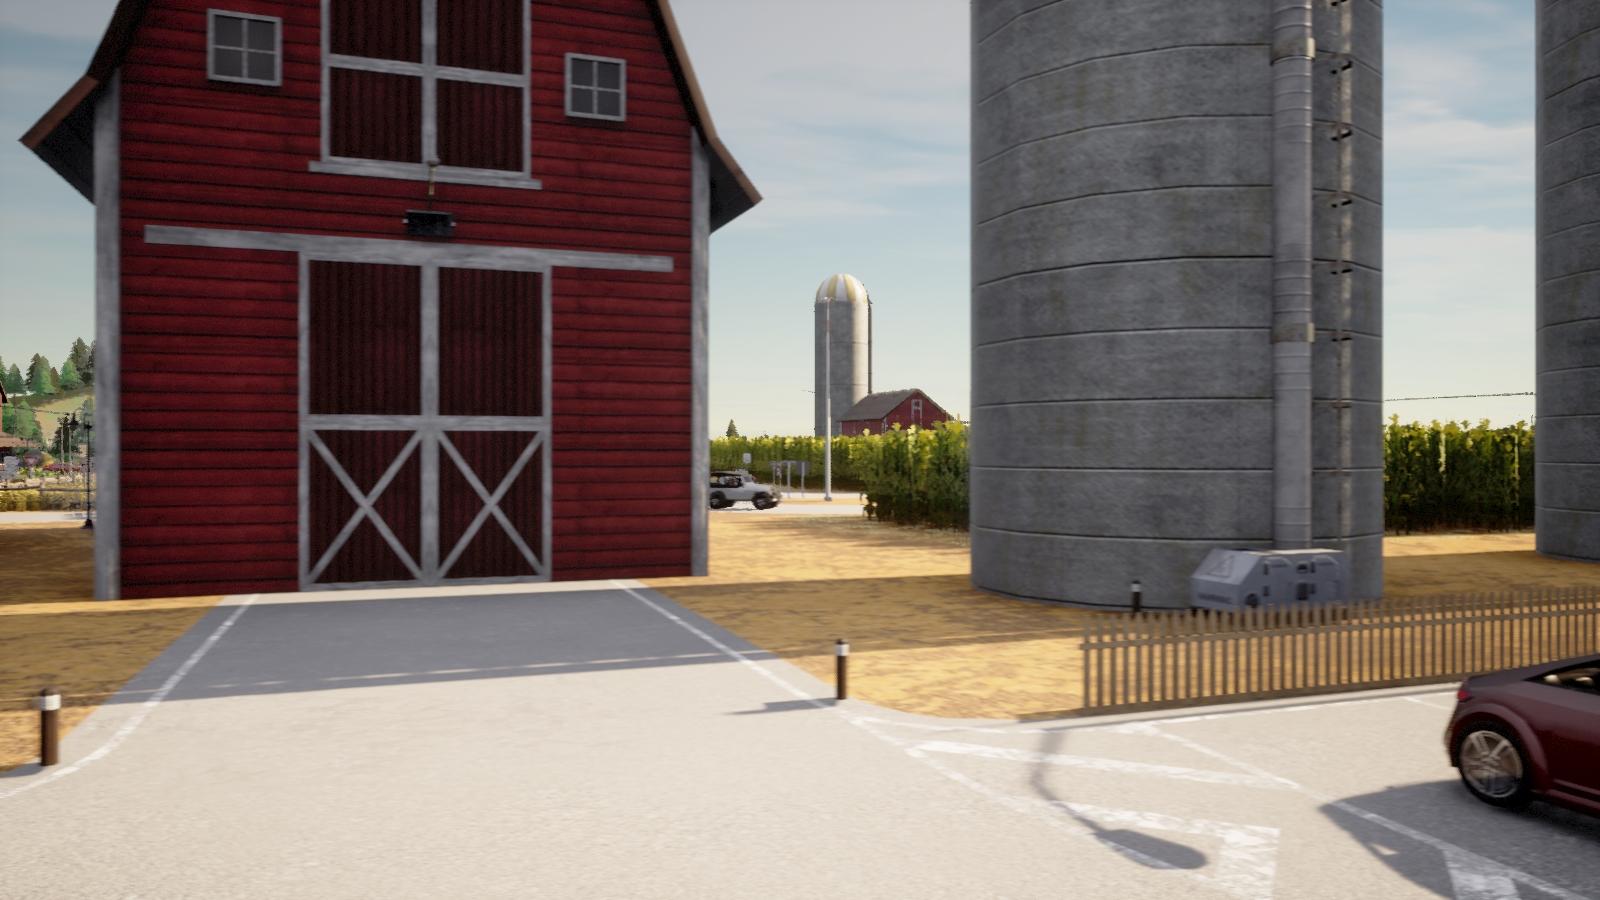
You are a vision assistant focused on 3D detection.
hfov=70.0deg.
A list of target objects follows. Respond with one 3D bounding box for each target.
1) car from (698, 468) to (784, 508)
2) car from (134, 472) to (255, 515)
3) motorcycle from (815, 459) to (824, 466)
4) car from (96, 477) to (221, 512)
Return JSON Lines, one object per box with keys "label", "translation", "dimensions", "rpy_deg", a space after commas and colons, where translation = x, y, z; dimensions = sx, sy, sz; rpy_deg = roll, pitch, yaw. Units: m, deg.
{"label": "car", "translation": [-2.919, 1.857, 56.580], "dimensions": [3.866, 1.878, 1.905], "rpy_deg": [0, 0, 14]}
{"label": "car", "translation": [-26.981, 1.905, 51.065], "dimensions": [4.553, 1.767, 2.097], "rpy_deg": [0, 0, -20]}
{"label": "motorcycle", "translation": [3.352, 2.154, 199.120], "dimensions": [0.764, 1.307, 2.356], "rpy_deg": [0, 0, -21]}
{"label": "car", "translation": [-29.858, 2.047, 53.365], "dimensions": [4.902, 1.511, 2.128], "rpy_deg": [0, 0, -23]}
